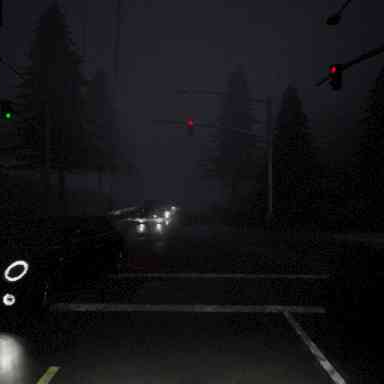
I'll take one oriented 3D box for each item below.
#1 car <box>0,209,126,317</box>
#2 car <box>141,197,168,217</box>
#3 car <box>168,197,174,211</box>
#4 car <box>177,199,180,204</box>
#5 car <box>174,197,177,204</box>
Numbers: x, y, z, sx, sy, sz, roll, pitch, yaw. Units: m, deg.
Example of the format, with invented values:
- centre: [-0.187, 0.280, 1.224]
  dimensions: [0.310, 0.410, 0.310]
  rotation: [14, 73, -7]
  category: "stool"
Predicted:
- centre: [-3.330, 1.348, 7.748]
  dimensions: [2.097, 1.767, 4.553]
  rotation: [0, 0, 14]
  category: "car"
- centre: [-3.619, 1.494, 31.239]
  dimensions: [1.837, 1.490, 4.892]
  rotation: [0, 0, 0]
  category: "car"
- centre: [-3.624, 1.586, 41.178]
  dimensions: [1.895, 1.301, 4.718]
  rotation: [0, 0, 0]
  category: "car"
- centre: [-4.055, 1.542, 61.744]
  dimensions: [1.994, 1.385, 4.181]
  rotation: [0, 0, -39]
  category: "car"
- centre: [-4.000, 1.582, 52.245]
  dimensions: [1.895, 1.301, 4.718]
  rotation: [0, 0, -11]
  category: "car"
